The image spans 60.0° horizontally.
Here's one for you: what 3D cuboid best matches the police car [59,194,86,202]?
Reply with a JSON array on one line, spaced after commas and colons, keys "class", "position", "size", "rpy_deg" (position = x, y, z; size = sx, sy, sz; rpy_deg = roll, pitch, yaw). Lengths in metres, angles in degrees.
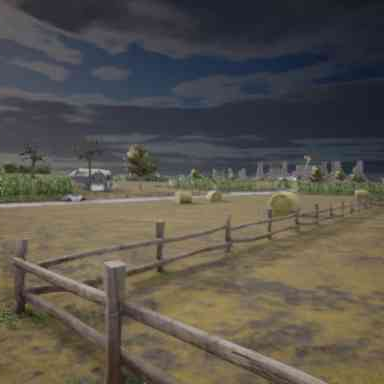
[{"class": "police car", "position": [-23.068, 1.160, 64.090], "size": [2.038, 1.542, 4.974], "rpy_deg": [3, 2, 36]}]
